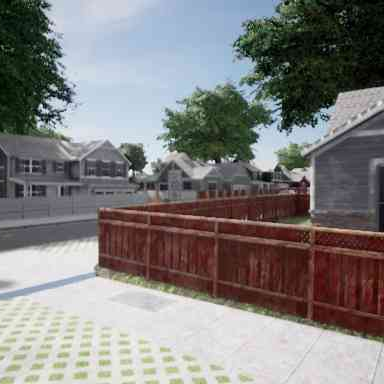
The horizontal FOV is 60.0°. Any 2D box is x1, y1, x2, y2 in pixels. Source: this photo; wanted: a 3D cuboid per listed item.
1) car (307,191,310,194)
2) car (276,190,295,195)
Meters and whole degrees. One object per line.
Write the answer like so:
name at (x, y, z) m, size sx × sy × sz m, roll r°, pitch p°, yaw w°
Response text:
car at (18.407, 0.552, 49.759) m, size 1.837 × 1.490 × 4.892 m, roll 0°, pitch 1°, yaw 35°
car at (13.367, 0.471, 47.348) m, size 2.097 × 1.767 × 4.553 m, roll 0°, pitch 1°, yaw 35°
